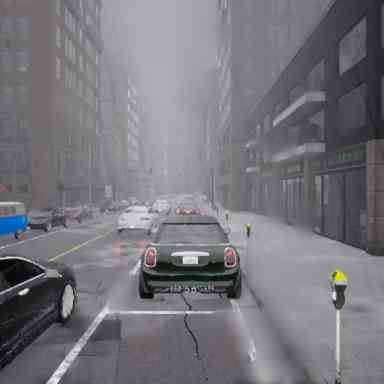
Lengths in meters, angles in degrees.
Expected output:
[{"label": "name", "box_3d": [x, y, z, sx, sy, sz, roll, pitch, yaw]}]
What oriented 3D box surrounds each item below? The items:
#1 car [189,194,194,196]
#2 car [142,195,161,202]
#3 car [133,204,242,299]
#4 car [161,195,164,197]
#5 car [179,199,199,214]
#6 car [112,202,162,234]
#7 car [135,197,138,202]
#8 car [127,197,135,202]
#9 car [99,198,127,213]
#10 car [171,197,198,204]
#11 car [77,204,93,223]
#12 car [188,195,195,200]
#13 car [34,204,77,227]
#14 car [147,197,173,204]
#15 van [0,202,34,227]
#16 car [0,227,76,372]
[{"label": "car", "box_3d": [-0.257, 1.501, 84.576, 1.967, 1.590, 4.097, 0, 0, 0]}, {"label": "car", "box_3d": [-6.145, 1.534, 48.260, 2.128, 1.511, 4.902, 0, 0, 0]}, {"label": "car", "box_3d": [-0.033, 1.353, 8.620, 2.097, 1.767, 4.553, 0, 0, 0]}, {"label": "car", "box_3d": [-8.782, 1.643, 84.589, 1.802, 1.307, 4.206, 0, 0, 0]}, {"label": "car", "box_3d": [-0.290, 1.558, 36.484, 2.008, 1.369, 4.403, 0, 0, 0]}, {"label": "car", "box_3d": [-3.042, 1.527, 19.189, 1.812, 1.442, 4.674, 0, 0, 0]}, {"label": "car", "box_3d": [-8.816, 1.452, 47.486, 1.967, 1.590, 4.097, 0, 0, 0]}, {"label": "car", "box_3d": [-8.815, 1.591, 41.985, 1.802, 1.307, 4.206, 0, 0, 0]}, {"label": "car", "box_3d": [-8.815, 1.573, 36.483, 1.947, 1.339, 4.313, 0, 0, 0]}, {"label": "car", "box_3d": [-0.290, 1.443, 25.481, 1.967, 1.590, 4.097, 0, 0, 0]}, {"label": "car", "box_3d": [-8.815, 1.585, 25.481, 1.802, 1.307, 4.206, 0, 0, 0]}, {"label": "car", "box_3d": [-0.237, 1.636, 95.394, 2.008, 1.369, 4.403, 0, 0, 0]}, {"label": "car", "box_3d": [-8.815, 1.568, 19.979, 1.947, 1.339, 4.313, 0, 0, 0]}, {"label": "car", "box_3d": [-3.146, 1.532, 34.498, 1.812, 1.442, 4.674, 0, 0, 0]}, {"label": "van", "box_3d": [-8.815, 1.342, 14.478, 1.690, 1.788, 3.998, 0, 0, 0]}, {"label": "car", "box_3d": [-3.045, 1.505, 4.257, 1.837, 1.490, 4.892, 0, 0, 0]}]
